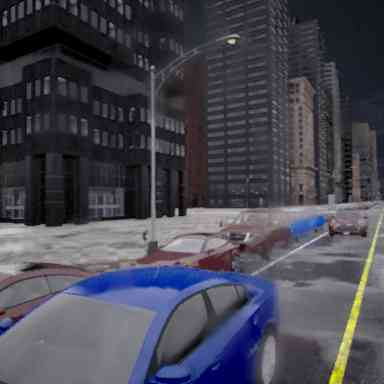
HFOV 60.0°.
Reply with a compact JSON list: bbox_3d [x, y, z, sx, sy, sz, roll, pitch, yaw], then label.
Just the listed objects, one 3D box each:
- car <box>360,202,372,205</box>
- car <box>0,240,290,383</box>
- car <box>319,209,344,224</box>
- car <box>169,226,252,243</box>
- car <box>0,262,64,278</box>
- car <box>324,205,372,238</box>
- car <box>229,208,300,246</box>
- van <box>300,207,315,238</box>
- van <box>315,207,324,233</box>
[{"bbox_3d":[42.292,3.394,81.937,2.192,1.841,5.009,-2,-2,30],"label":"car"},{"bbox_3d":[-0.597,1.588,3.248,1.882,1.535,5.008,-1,-2,30],"label":"car"},{"bbox_3d":[14.389,2.473,34.173,1.802,1.307,4.206,-2,-2,30],"label":"car"},{"bbox_3d":[0.071,1.875,9.669,1.802,1.307,4.206,-2,-2,30],"label":"car"},{"bbox_3d":[-2.793,1.756,4.768,1.802,1.307,4.206,-2,-2,30],"label":"car"},{"bbox_3d":[10.208,1.907,21.547,2.097,1.767,4.553,-1,-2,30],"label":"car"},{"bbox_3d":[2.932,1.727,14.578,2.192,1.841,5.009,-2,-2,30],"label":"car"},{"bbox_3d":[5.796,1.872,19.478,1.690,1.788,3.998,-2,-2,30],"label":"van"},{"bbox_3d":[8.659,1.992,24.379,1.690,1.788,3.998,-2,-2,30],"label":"van"}]
